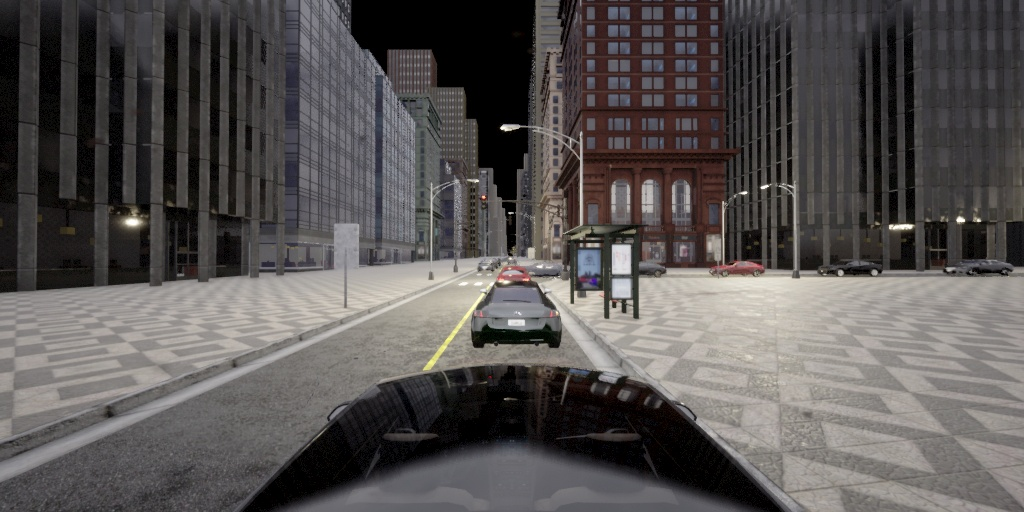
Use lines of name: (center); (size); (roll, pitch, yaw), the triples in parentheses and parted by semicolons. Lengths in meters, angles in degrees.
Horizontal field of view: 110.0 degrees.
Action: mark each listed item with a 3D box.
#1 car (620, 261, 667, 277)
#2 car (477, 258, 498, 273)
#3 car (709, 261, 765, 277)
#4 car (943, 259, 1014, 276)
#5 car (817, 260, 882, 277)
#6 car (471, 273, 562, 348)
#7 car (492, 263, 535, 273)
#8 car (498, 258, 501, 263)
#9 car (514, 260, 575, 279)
car: (11.861, 1.225, 33.210); (4.674, 1.442, 1.812); (0, -1, -2)
car: (-3.114, 1.191, 43.216); (2.128, 1.511, 4.902); (0, 0, 0)
car: (20.798, 1.194, 33.208); (4.674, 1.442, 1.812); (0, -1, 0)
car: (42.973, 1.074, 33.125); (4.902, 1.511, 2.128); (0, -1, 2)
car: (31.179, 1.108, 33.192); (5.008, 1.535, 1.882); (0, -1, 0)
car: (0.096, 1.314, 9.243); (1.994, 1.385, 4.181); (0, 0, 0)
car: (0.112, 1.269, 19.078); (1.812, 1.442, 4.674); (0, 0, 1)
car: (-3.103, 1.171, 56.034); (1.837, 1.490, 4.892); (0, 0, 0)
car: (3.199, 1.251, 30.814); (5.357, 1.411, 2.033); (0, 0, 28)
